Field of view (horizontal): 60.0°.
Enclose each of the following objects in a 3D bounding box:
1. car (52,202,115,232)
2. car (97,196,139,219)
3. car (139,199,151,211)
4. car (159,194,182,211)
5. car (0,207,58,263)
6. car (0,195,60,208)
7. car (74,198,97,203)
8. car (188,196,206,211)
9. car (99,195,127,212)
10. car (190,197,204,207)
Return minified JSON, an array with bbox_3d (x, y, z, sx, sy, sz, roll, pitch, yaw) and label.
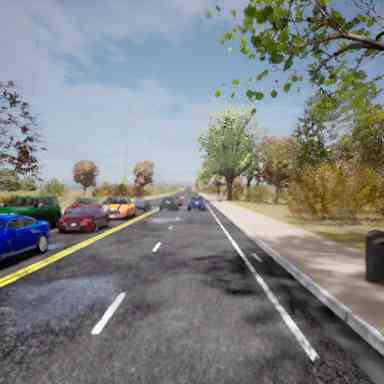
[{"bbox_3d":[-6.305,1.555,19.827,1.994,1.385,4.181,0,0,2],"label":"car"},{"bbox_3d":[-6.186,1.316,28.376,2.097,1.767,4.553,0,0,1],"label":"car"},{"bbox_3d":[-5.996,1.474,38.952,2.033,1.411,5.357,0,0,1],"label":"car"},{"bbox_3d":[-2.681,1.268,39.717,2.097,1.767,4.553,0,0,1],"label":"car"},{"bbox_3d":[-6.445,1.495,10.846,1.882,1.535,5.008,0,0,1],"label":"car"},{"bbox_3d":[-9.570,1.222,19.485,2.150,2.045,5.566,0,0,1],"label":"car"},{"bbox_3d":[-9.429,1.322,29.190,2.097,1.767,4.553,0,0,1],"label":"car"},{"bbox_3d":[0.568,1.260,39.635,2.097,1.767,4.553,0,0,1],"label":"car"},{"bbox_3d":[-9.238,1.286,39.393,2.097,1.767,4.553,0,0,1],"label":"car"},{"bbox_3d":[0.725,1.431,50.083,1.994,1.385,4.181,0,0,1],"label":"car"}]
